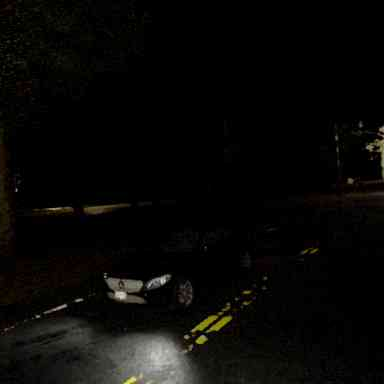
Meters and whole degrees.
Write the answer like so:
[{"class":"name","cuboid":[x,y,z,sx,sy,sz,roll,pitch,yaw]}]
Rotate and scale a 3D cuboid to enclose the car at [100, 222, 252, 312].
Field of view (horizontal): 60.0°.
[{"class":"car","cuboid":[-0.073,1.532,8.045,1.812,1.442,4.674,-5,0,33]}]
